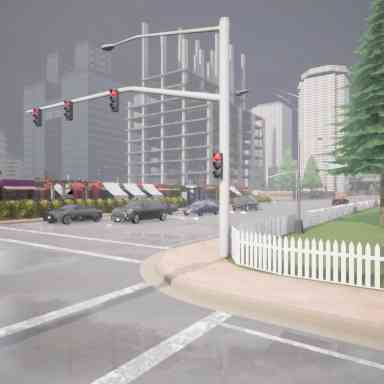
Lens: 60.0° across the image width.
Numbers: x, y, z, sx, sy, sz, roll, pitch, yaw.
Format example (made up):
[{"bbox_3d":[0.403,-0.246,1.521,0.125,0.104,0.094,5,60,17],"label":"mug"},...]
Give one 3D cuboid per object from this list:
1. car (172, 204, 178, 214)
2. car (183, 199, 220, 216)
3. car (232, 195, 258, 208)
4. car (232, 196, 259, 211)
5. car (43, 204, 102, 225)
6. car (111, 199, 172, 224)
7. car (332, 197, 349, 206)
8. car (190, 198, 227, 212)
[{"bbox_3d":[-3.488,1.547,32.098,2.033,1.411,5.357,0,0,34],"label":"car"},{"bbox_3d":[0.994,1.526,32.459,1.812,1.442,4.674,0,0,34],"label":"car"},{"bbox_3d":[7.846,1.352,48.796,2.097,1.767,4.553,0,0,34],"label":"car"},{"bbox_3d":[6.623,1.505,40.790,1.837,1.490,4.892,0,0,34],"label":"car"},{"bbox_3d":[-8.663,1.564,24.438,1.994,1.385,4.181,0,0,34],"label":"car"},{"bbox_3d":[-3.951,1.352,25.160,2.097,1.767,4.553,0,0,34],"label":"car"},{"bbox_3d":[24.017,1.478,53.697,1.882,1.535,5.008,0,0,34],"label":"car"},{"bbox_3d":[2.150,1.547,40.438,2.033,1.411,5.357,0,0,34],"label":"car"}]
